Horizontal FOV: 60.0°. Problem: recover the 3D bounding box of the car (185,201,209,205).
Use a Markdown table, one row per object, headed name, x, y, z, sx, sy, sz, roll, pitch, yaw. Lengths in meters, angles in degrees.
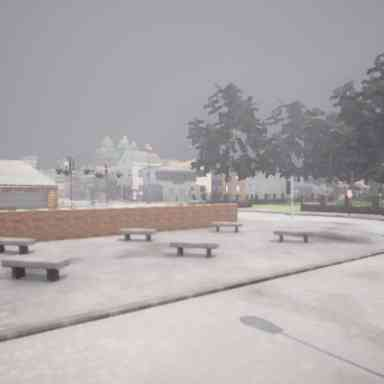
| name | x | y | z | sx | sy | sz | roll | pitch | yaw |
| --- | --- | --- | --- | --- | --- | --- | --- | --- | --- |
| car | 0.931 | 1.546 | 33.830 | 1.895 | 1.301 | 4.718 | 0 | 0 | -35 |
